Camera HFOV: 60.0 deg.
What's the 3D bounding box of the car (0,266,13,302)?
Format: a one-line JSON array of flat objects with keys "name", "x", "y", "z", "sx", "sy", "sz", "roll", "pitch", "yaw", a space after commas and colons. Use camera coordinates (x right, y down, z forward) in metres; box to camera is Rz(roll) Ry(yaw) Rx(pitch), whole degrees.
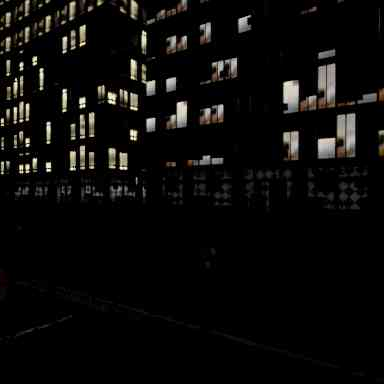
[{"name": "car", "x": -5.551, "y": 1.528, "z": 6.841, "sx": 4.829, "sy": 1.417, "sz": 1.752, "roll": 0, "pitch": 0, "yaw": 36}]
